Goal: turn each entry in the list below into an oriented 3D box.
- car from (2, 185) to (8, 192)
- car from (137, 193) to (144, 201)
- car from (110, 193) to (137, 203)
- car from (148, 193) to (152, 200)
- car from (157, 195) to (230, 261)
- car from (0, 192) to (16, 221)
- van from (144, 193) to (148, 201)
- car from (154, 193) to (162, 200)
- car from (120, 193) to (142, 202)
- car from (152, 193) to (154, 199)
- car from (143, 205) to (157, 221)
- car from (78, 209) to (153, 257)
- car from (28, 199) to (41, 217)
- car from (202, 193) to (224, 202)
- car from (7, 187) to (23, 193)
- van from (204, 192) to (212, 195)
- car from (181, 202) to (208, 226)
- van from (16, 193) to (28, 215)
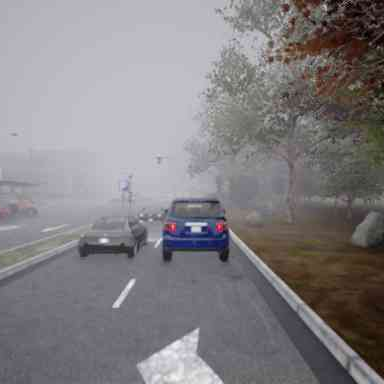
[{"bbox_3d":[-34.154,-0.370,59.720,2.435,2.045,5.566,6,-3,-19],"label":"car"},{"bbox_3d":[-13.793,1.383,71.780,5.366,1.575,1.946,-1,0,-15],"label":"car"},{"bbox_3d":[-14.438,1.423,68.788,4.792,1.488,2.163,-1,0,-15],"label":"car"},{"bbox_3d":[-13.006,1.398,80.743,4.892,1.521,2.231,-1,0,-14],"label":"car"},{"bbox_3d":[0.111,1.234,12.459,2.150,2.045,5.566,0,-1,0],"label":"car"},{"bbox_3d":[-16.715,1.290,24.968,5.566,2.045,2.435,-1,0,-20],"label":"car"},{"bbox_3d":[-13.234,1.167,77.772,4.442,1.987,1.878,-1,0,-14],"label":"van"},{"bbox_3d":[-11.445,1.445,92.722,4.674,1.452,2.002,-1,0,-12],"label":"car"},{"bbox_3d":[-13.700,1.267,74.732,4.553,1.767,2.185,-1,0,-14],"label":"car"},{"bbox_3d":[-12.633,1.439,83.738,4.674,1.452,2.002,-1,0,-13],"label":"car"},{"bbox_3d":[-2.833,1.652,25.136,1.895,1.301,4.718,0,0,1],"label":"car"},{"bbox_3d":[-2.892,1.583,12.976,1.994,1.385,4.181,0,0,0],"label":"car"},{"bbox_3d":[-16.624,1.432,30.982,4.553,1.767,2.185,-1,0,-19],"label":"car"},{"bbox_3d":[4.673,1.212,74.351,4.553,1.767,2.185,1,0,-14],"label":"car"},{"bbox_3d":[-31.159,0.193,59.658,2.002,1.452,4.674,6,-3,-19],"label":"car"},{"bbox_3d":[4.289,1.111,71.382,4.442,1.987,1.878,1,0,-14],"label":"van"},{"bbox_3d":[0.175,1.554,24.916,1.837,1.490,4.892,0,0,0],"label":"car"},{"bbox_3d":[-16.599,1.323,28.004,4.442,1.987,1.878,-1,0,-19],"label":"van"}]
